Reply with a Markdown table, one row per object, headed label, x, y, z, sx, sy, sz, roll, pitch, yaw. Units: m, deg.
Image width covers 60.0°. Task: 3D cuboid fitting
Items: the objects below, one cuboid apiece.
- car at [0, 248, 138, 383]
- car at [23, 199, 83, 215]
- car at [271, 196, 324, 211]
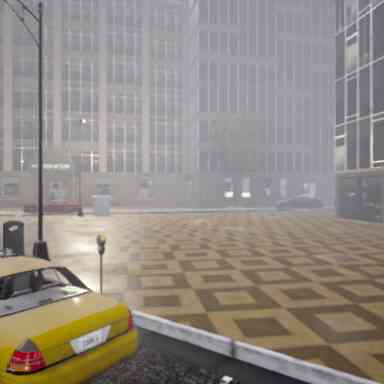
| label | x | y | z | sx | sy | sz | roll | pitch | yaw |
| --- | --- | --- | --- | --- | --- | --- | --- | --- | --- |
| car | -2.934 | 1.498 | 4.825 | 4.829 | 1.417 | 1.752 | 0 | 0 | 36 |
| car | -12.142 | 1.314 | 29.225 | 4.718 | 1.301 | 1.895 | 0 | 0 | -14 |
| car | 11.065 | 1.175 | 34.934 | 5.357 | 1.411 | 2.033 | 0 | 0 | -14 |
